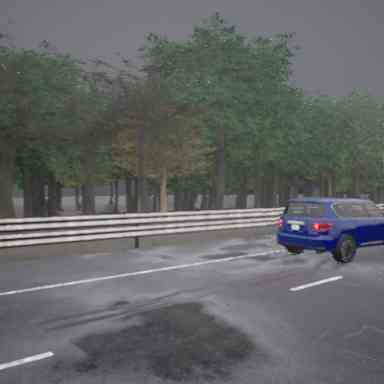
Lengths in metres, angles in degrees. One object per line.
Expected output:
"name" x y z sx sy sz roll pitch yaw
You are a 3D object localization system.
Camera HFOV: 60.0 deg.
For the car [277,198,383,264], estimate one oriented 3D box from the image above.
"car" 5.542 1.235 12.059 5.566 2.045 2.150 0 0 -33
